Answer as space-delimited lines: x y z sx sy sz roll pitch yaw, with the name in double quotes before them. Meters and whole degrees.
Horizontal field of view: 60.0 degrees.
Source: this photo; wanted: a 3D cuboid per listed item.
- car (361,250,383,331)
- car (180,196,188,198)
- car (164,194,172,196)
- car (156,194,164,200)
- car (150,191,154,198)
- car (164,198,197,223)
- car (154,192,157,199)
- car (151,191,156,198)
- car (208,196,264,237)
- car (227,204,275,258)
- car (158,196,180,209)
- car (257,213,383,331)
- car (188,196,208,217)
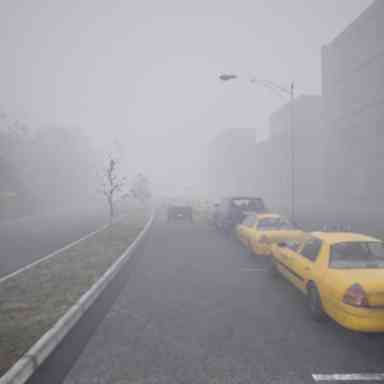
"car" 3.068 1.481 1.420 2.097 1.535 5.008 0 0 0
"car" -0.420 1.368 45.862 1.946 1.575 5.366 0 0 -8
"car" -3.469 1.288 62.218 2.097 1.535 5.008 0 0 -12
"car" -5.844 1.218 72.951 2.231 1.521 4.892 0 0 -12
"car" -9.441 1.131 89.201 2.002 1.452 4.674 0 0 -12
"car" -1.002 1.445 25.319 1.882 1.535 5.008 0 0 -5
"car" -7.044 1.218 78.370 2.002 1.452 4.674 0 0 -12
"car" -8.250 1.165 83.815 2.163 1.488 4.792 0 0 -13
"car" 2.539 1.221 18.138 2.435 2.045 5.566 0 0 -3
"car" 2.814 1.477 12.735 1.946 1.575 5.366 0 0 -2
"car" -3.018 1.493 42.829 1.895 1.301 4.718 0 0 -8
"car" 2.990 1.480 7.173 1.946 1.575 5.366 0 0 -1
"car" 1.073 1.414 34.946 1.946 1.575 5.366 0 0 -6
